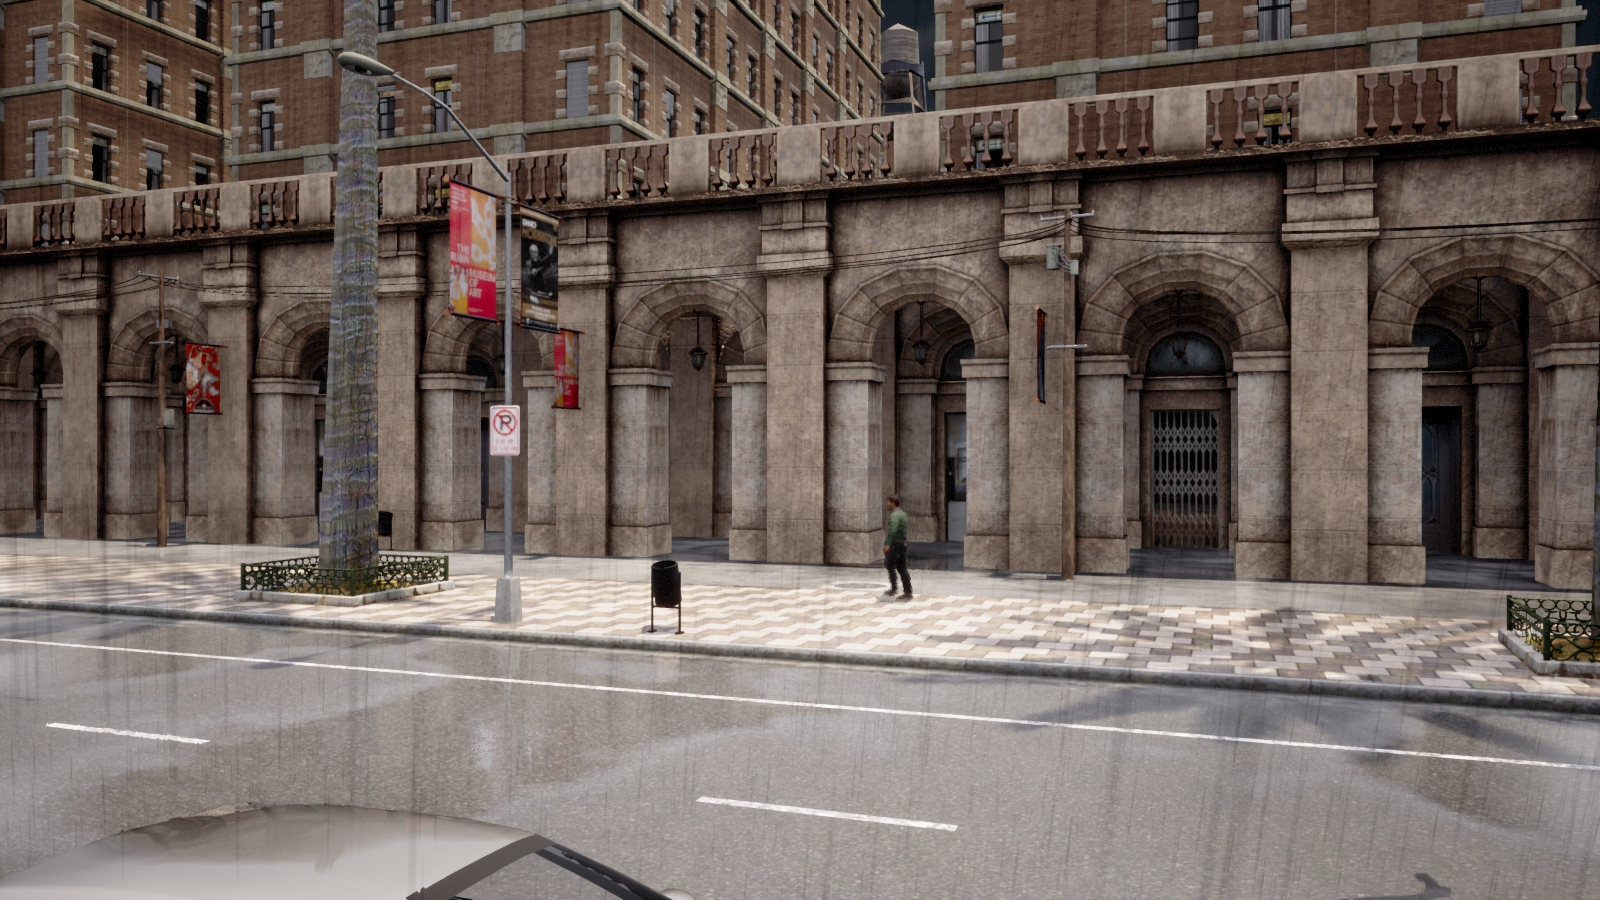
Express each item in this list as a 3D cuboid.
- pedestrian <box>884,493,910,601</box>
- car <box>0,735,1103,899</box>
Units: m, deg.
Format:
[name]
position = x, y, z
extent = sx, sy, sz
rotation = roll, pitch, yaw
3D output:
[pedestrian]
position = 1.704, 1.699, 20.074
extent = 0.375, 1.860, 0.375
rotation = 0, 0, 20
[car]
position = -1.248, 2.067, 3.754
extent = 4.193, 1.474, 1.816
rotation = 0, 0, 20
